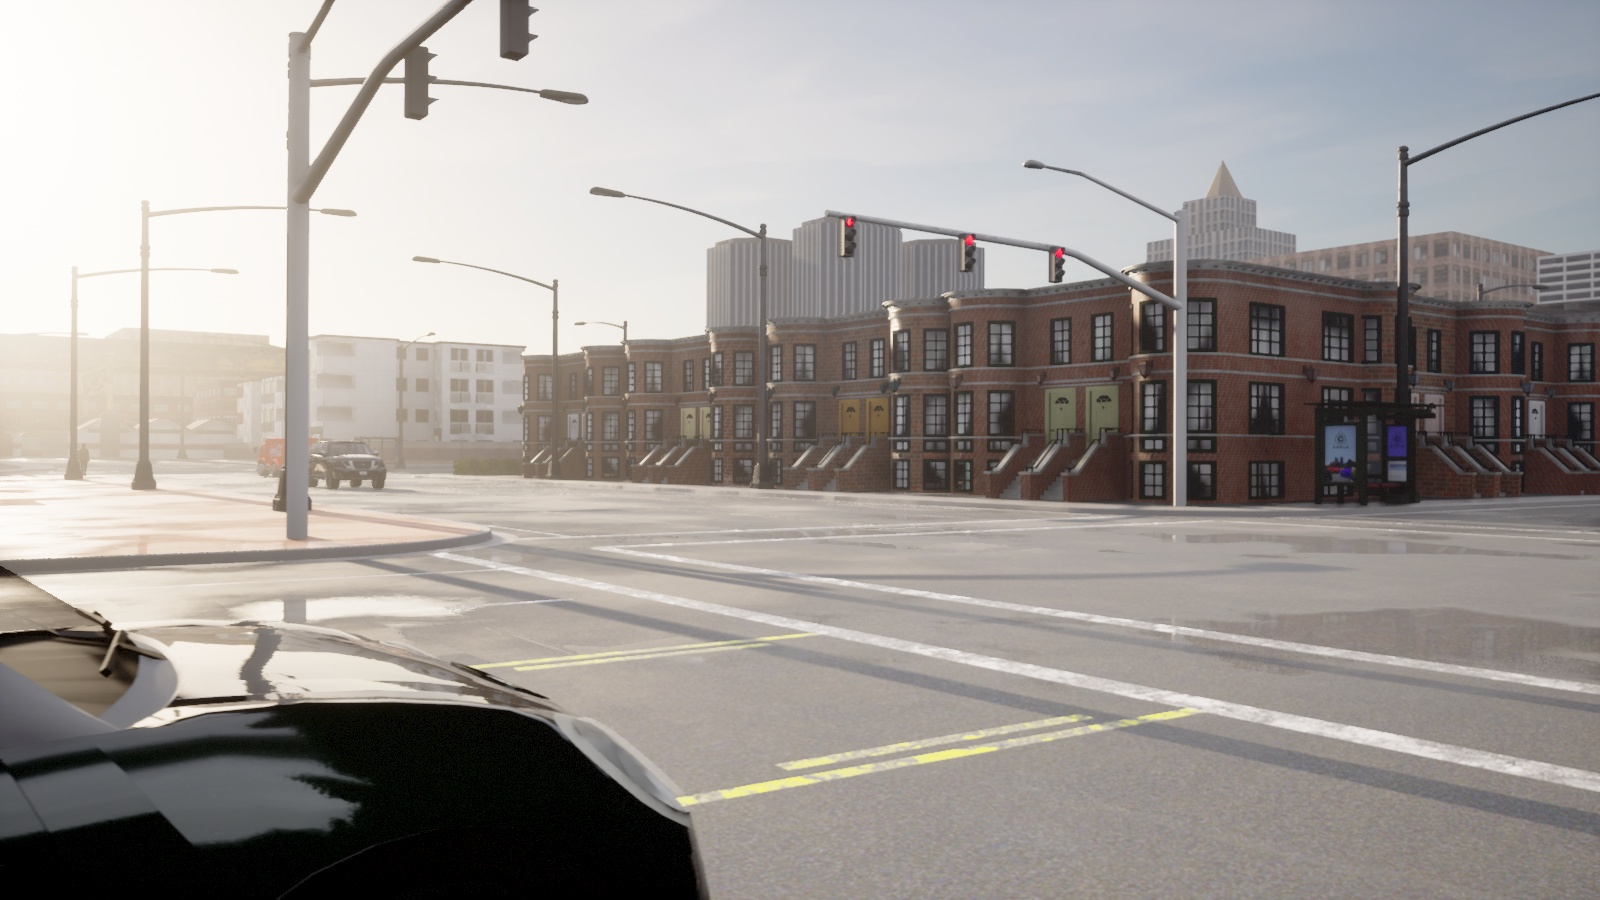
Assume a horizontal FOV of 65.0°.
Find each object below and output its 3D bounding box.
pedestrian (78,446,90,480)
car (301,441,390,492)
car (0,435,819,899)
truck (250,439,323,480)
[{"bbox_3d":[-38.709,0.688,67.889,0.431,1.840,0.709,0,0,-41],"label":"pedestrian"},{"bbox_3d":[-19.256,0.671,53.088,2.150,2.045,5.566,0,0,-35],"label":"car"},{"bbox_3d":[-2.088,0.719,2.262,3.806,1.475,1.970,0,0,-34],"label":"car"},{"bbox_3d":[-32.229,0.588,78.736,2.627,2.467,5.204,1,-1,-42],"label":"truck"}]
